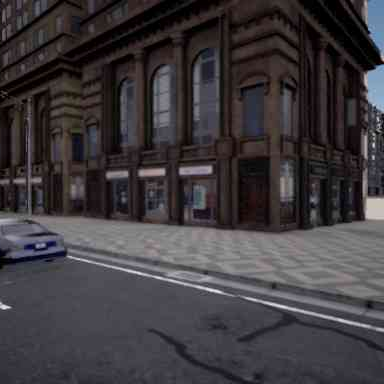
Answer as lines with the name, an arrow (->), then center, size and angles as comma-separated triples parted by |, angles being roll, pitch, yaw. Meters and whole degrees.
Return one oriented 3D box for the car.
car -> -6.271, 1.615, 11.245 | 5.357, 1.411, 2.033 | 0, 0, 41
